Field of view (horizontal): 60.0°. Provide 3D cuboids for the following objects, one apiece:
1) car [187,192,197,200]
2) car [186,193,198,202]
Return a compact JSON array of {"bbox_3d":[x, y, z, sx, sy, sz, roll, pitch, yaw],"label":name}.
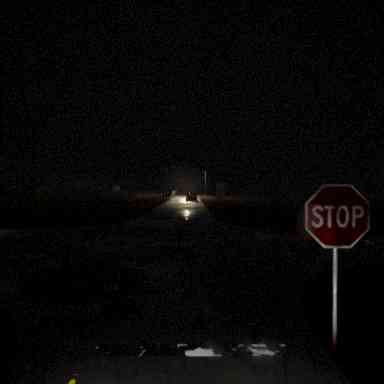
[{"bbox_3d":[-0.060,0.842,70.342,2.128,1.511,4.902,0,1,0],"label":"car"},{"bbox_3d":[-0.052,0.946,60.278,2.097,1.767,4.553,0,1,0],"label":"car"}]
